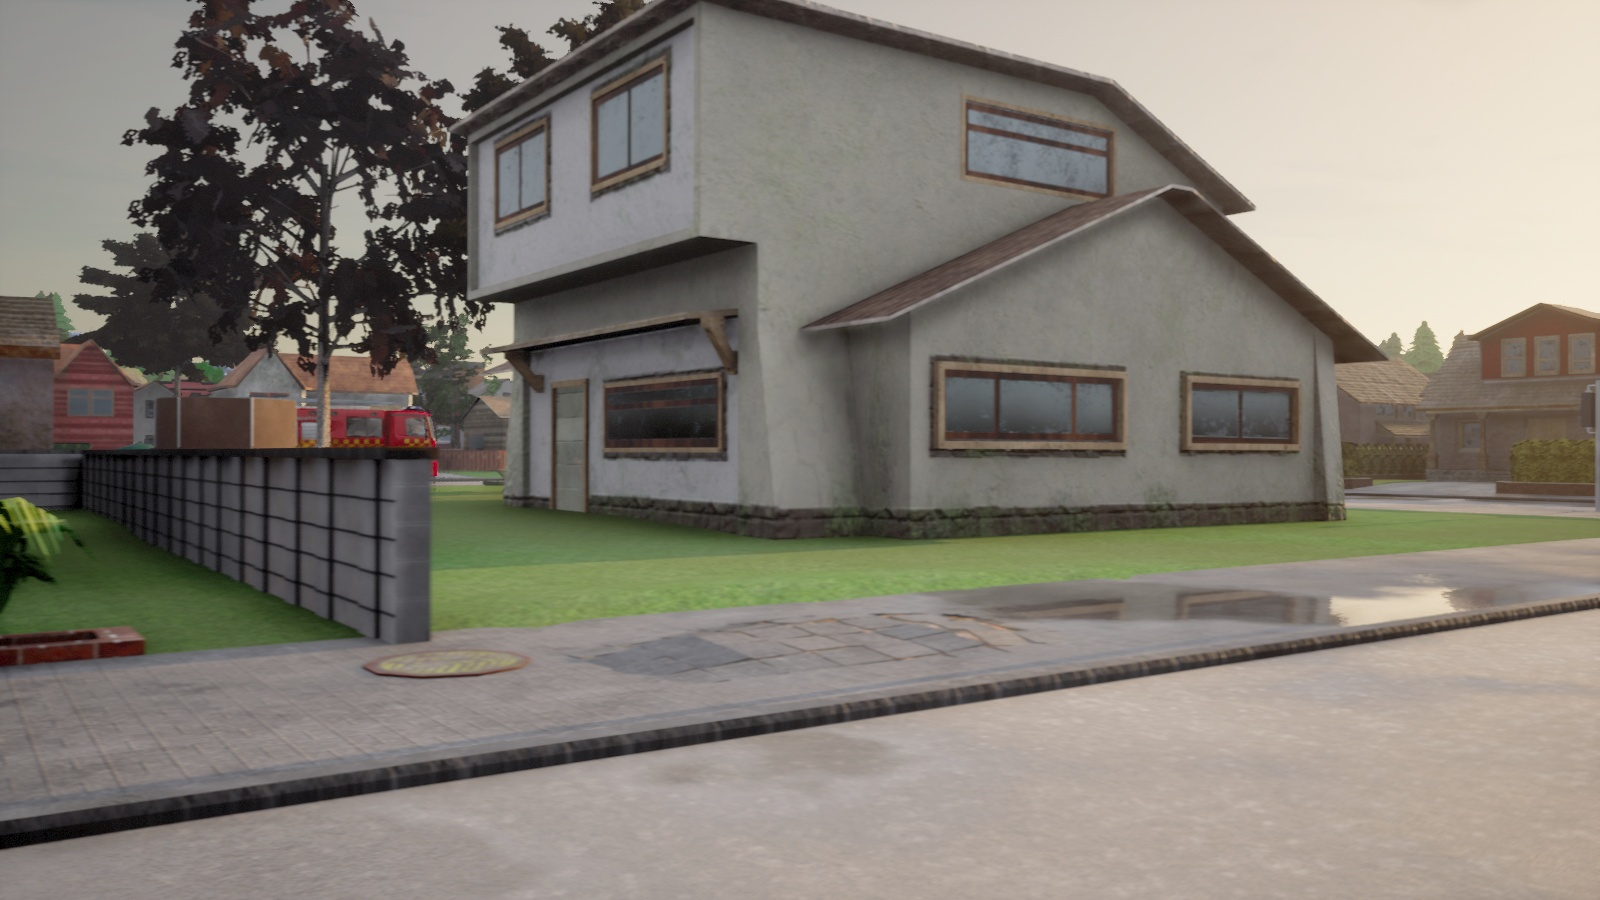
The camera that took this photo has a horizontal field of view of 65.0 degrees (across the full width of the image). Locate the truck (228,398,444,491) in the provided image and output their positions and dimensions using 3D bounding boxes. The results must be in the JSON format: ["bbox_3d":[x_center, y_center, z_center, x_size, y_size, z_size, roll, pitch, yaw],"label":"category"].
[{"bbox_3d":[-20.340,-0.241,55.336,8.468,3.827,2.891,0,0,-35],"label":"truck"}]
